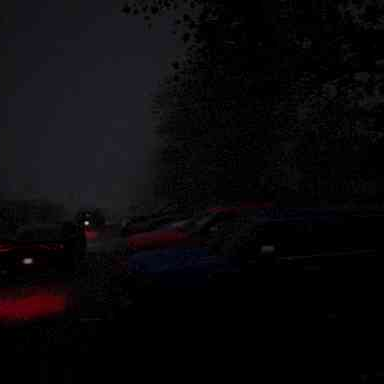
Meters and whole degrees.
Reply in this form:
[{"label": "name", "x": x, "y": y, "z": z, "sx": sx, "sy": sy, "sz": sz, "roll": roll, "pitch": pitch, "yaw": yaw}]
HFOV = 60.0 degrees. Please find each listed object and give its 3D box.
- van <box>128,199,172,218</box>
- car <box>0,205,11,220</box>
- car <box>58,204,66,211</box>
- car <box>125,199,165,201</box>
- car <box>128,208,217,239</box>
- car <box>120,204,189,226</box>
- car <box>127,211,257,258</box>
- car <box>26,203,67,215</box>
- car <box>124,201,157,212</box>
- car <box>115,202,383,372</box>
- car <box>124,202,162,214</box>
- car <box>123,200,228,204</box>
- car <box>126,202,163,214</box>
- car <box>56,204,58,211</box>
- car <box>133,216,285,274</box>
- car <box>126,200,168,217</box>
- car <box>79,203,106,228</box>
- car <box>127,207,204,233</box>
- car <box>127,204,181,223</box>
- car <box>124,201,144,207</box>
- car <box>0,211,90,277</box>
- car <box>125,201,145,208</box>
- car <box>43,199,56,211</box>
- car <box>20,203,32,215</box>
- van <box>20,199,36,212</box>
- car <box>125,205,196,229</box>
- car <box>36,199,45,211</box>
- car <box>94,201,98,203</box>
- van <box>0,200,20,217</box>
[{"label": "van", "x": -4.509, "y": 1.724, "z": 35.504, "sx": 4.442, "sy": 1.987, "sz": 1.878, "roll": 0, "pitch": -1, "yaw": -12}, {"label": "car", "x": -15.143, "y": 1.865, "z": 21.788, "sx": 5.008, "sy": 1.535, "sz": 2.097, "roll": 0, "pitch": -1, "yaw": -12}, {"label": "car", "x": -19.658, "y": 1.976, "z": 43.755, "sx": 5.566, "sy": 2.045, "sz": 2.435, "roll": 0, "pitch": -1, "yaw": -12}, {"label": "car", "x": -0.685, "y": 1.411, "z": 16.388, "sx": 5.566, "sy": 2.045, "sz": 2.435, "roll": 0, "pitch": -1, "yaw": -12}, {"label": "car", "x": -1.193, "y": 1.731, "z": 19.120, "sx": 4.792, "sy": 1.488, "sz": 2.163, "roll": 0, "pitch": -1, "yaw": -12}, {"label": "car", "x": -3.105, "y": 1.824, "z": 27.257, "sx": 5.366, "sy": 1.575, "sz": 1.946, "roll": 0, "pitch": -1, "yaw": -12}, {"label": "car", "x": -0.092, "y": 1.625, "z": 13.661, "sx": 5.008, "sy": 1.535, "sz": 2.097, "roll": 0, "pitch": -1, "yaw": -12}, {"label": "car", "x": -20.254, "y": 2.286, "z": 46.487, "sx": 4.892, "sy": 1.521, "sz": 2.231, "roll": 0, "pitch": -1, "yaw": -12}, {"label": "car", "x": -8.001, "y": 2.260, "z": 51.833, "sx": 5.008, "sy": 1.535, "sz": 2.097, "roll": 0, "pitch": -1, "yaw": -12}, {"label": "car", "x": 1.559, "y": 1.271, "z": 5.602, "sx": 5.566, "sy": 2.045, "sz": 2.435, "roll": 0, "pitch": -1, "yaw": -12}, {"label": "car", "x": -6.868, "y": 2.143, "z": 46.382, "sx": 5.008, "sy": 1.535, "sz": 2.097, "roll": 0, "pitch": -1, "yaw": -12}, {"label": "car", "x": 1.016, "y": 1.303, "z": 8.208, "sx": 5.566, "sy": 2.045, "sz": 2.435, "roll": 0, "pitch": -1, "yaw": -12}, {"label": "car", "x": -6.307, "y": 2.131, "z": 43.652, "sx": 4.674, "sy": 1.452, "sz": 2.002, "roll": 0, "pitch": -1, "yaw": -12}, {"label": "car", "x": -18.546, "y": 2.124, "z": 38.259, "sx": 4.892, "sy": 1.521, "sz": 2.231, "roll": 0, "pitch": -1, "yaw": -12}, {"label": "car", "x": 0.452, "y": 1.630, "z": 11.056, "sx": 4.674, "sy": 1.452, "sz": 2.002, "roll": 0, "pitch": -1, "yaw": -12}, {"label": "car", "x": -5.216, "y": 1.870, "z": 38.195, "sx": 4.553, "sy": 1.767, "sz": 2.185, "roll": 0, "pitch": -1, "yaw": -12}, {"label": "car", "x": -7.606, "y": 1.865, "z": 24.918, "sx": 1.837, "sy": 1.490, "sz": 4.892, "roll": 0, "pitch": 0, "yaw": -11}, {"label": "car", "x": -1.817, "y": 1.773, "z": 21.835, "sx": 4.792, "sy": 1.488, "sz": 2.163, "roll": 0, "pitch": -1, "yaw": -12}, {"label": "car", "x": -3.491, "y": 1.907, "z": 30.021, "sx": 4.674, "sy": 1.452, "sz": 2.002, "roll": 0, "pitch": -1, "yaw": -12}, {"label": "car", "x": -15.035, "y": 3.110, "z": 86.013, "sx": 4.892, "sy": 1.521, "sz": 2.231, "roll": 0, "pitch": -1, "yaw": -12}, {"label": "car", "x": -4.694, "y": 1.631, "z": 10.952, "sx": 1.882, "sy": 1.535, "sz": 5.008, "roll": 0, "pitch": 0, "yaw": -11}, {"label": "car", "x": -13.737, "y": 2.992, "z": 79.725, "sx": 4.674, "sy": 1.452, "sz": 2.002, "roll": 0, "pitch": -1, "yaw": -12}, {"label": "car", "x": -17.959, "y": 1.826, "z": 35.520, "sx": 5.566, "sy": 2.045, "sz": 2.435, "roll": 0, "pitch": -1, "yaw": -12}, {"label": "car", "x": -16.284, "y": 1.950, "z": 27.276, "sx": 4.892, "sy": 1.521, "sz": 2.231, "roll": 0, "pitch": -1, "yaw": -12}, {"label": "van", "x": -16.963, "y": 1.766, "z": 30.002, "sx": 4.442, "sy": 1.987, "sz": 1.878, "roll": 0, "pitch": -1, "yaw": -12}, {"label": "car", "x": -2.361, "y": 1.784, "z": 24.566, "sx": 5.008, "sy": 1.535, "sz": 2.097, "roll": 0, "pitch": -1, "yaw": -12}, {"label": "car", "x": -17.449, "y": 1.907, "z": 32.764, "sx": 4.553, "sy": 1.767, "sz": 2.185, "roll": 0, "pitch": -1, "yaw": -12}, {"label": "car", "x": -17.089, "y": 2.489, "z": 54.635, "sx": 2.033, "sy": 1.411, "sz": 5.357, "roll": 0, "pitch": -1, "yaw": -11}, {"label": "van", "x": -15.596, "y": 1.681, "z": 24.560, "sx": 4.442, "sy": 1.987, "sz": 1.878, "roll": 0, "pitch": -1, "yaw": -12}]
